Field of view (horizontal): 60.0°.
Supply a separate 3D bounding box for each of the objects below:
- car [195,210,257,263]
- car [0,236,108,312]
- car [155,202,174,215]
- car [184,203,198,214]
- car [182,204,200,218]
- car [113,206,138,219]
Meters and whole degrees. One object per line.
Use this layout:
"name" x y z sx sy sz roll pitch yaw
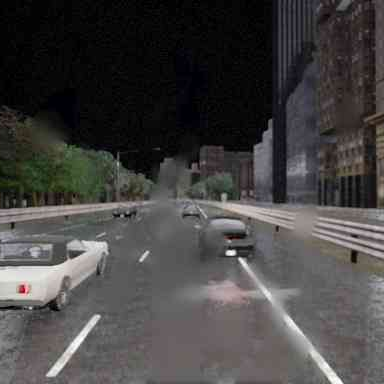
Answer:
"car" 1.190 1.659 12.622 1.837 1.490 4.892 0 -1 0
"car" -3.420 1.691 7.865 1.895 1.301 4.718 0 -1 0
"car" -3.525 2.044 43.351 2.097 1.767 4.553 0 -1 0
"car" -0.134 2.336 47.792 1.994 1.385 4.181 0 -1 0
"car" -0.057 2.142 37.290 1.994 1.385 4.181 0 -1 1
"car" -7.010 2.148 35.549 1.895 1.301 4.718 0 -1 0
